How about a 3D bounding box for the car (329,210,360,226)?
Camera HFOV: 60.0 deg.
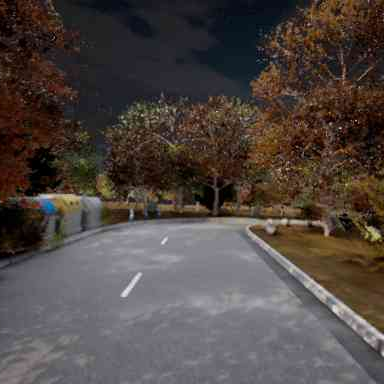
[{"bbox_3d":[15.811,2.589,34.107,4.553,1.767,2.097,4,-1,0],"label":"car"}]
